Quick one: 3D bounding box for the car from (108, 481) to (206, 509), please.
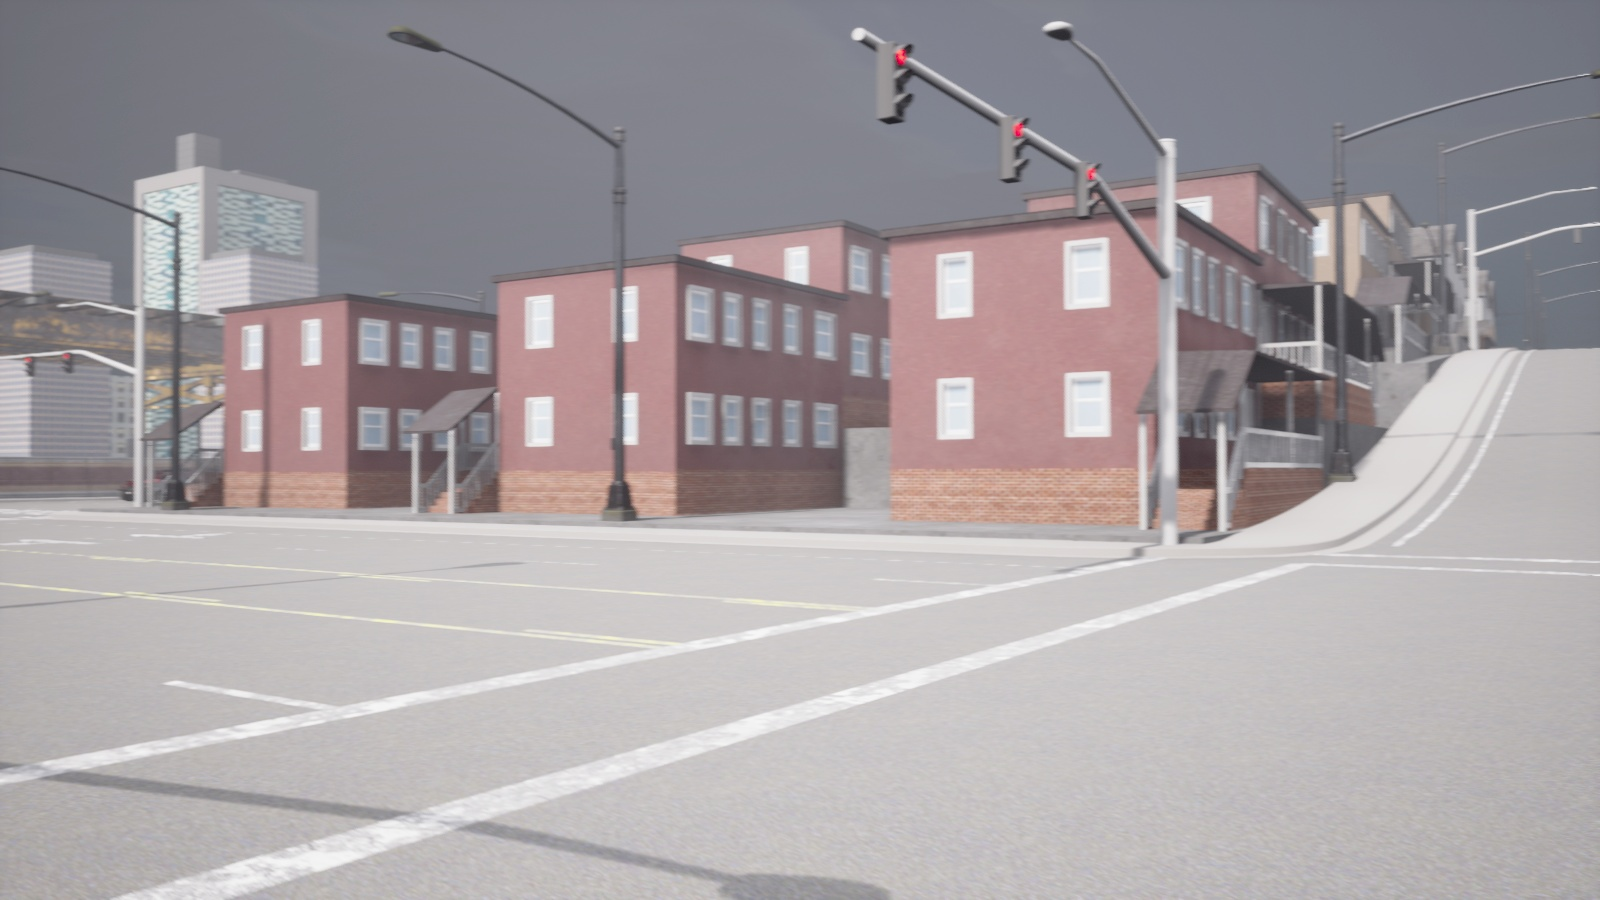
[{"bbox_3d":[-34.068,2.388,66.617,1.994,1.385,4.181,-1,-1,33],"label":"car"}]

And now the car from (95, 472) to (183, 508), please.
[{"bbox_3d":[-36.467,2.192,69.362,1.905,1.878,3.866,-1,-1,33],"label":"car"}]
